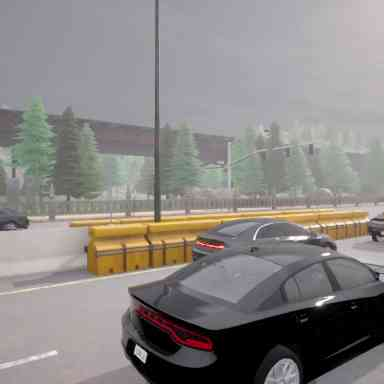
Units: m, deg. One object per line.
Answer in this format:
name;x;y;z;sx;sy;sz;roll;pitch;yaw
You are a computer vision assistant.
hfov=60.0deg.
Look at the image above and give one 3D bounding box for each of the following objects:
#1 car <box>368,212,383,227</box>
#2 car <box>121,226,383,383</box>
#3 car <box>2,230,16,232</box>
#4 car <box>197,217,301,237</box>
car;9.931;1.491;15.135;4.902;1.511;2.128;0;0;-36
car;1.494;1.478;4.812;5.008;1.535;1.882;0;0;-36
car;-11.229;1.509;17.362;4.892;1.490;1.837;1;0;-35
car;2.263;1.505;9.663;4.892;1.490;1.837;0;0;-35
